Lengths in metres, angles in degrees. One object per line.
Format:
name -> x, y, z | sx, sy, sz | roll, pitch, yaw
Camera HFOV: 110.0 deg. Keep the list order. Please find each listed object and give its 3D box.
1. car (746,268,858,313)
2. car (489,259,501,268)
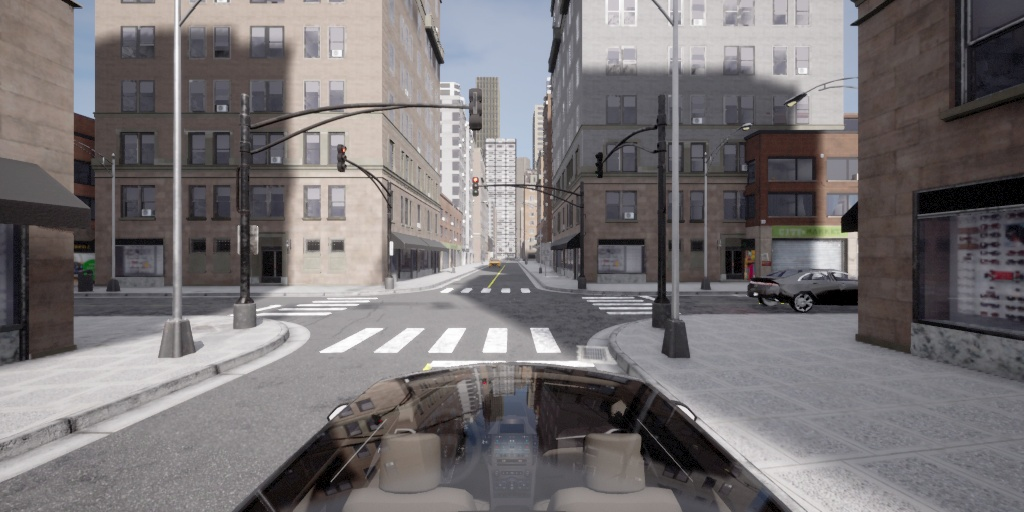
car -> 11.431, 1.209, 13.251 | 4.902, 1.511, 2.128 | 0, 0, 0
car -> -2.978, 1.208, 62.939 | 1.882, 1.535, 5.008 | 0, 0, 0
